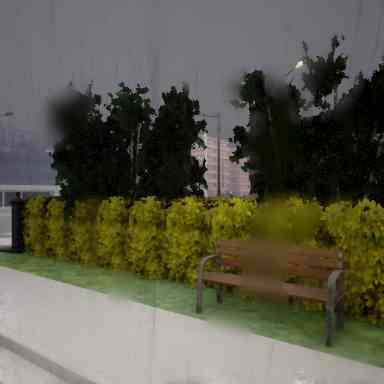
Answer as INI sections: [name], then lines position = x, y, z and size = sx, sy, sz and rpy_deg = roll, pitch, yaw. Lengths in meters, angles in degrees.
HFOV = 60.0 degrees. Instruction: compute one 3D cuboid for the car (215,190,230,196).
[car]
position = 6.898, 0.518, 75.338
size = 2.097, 1.767, 4.553
rpy_deg = 0, 0, 35
